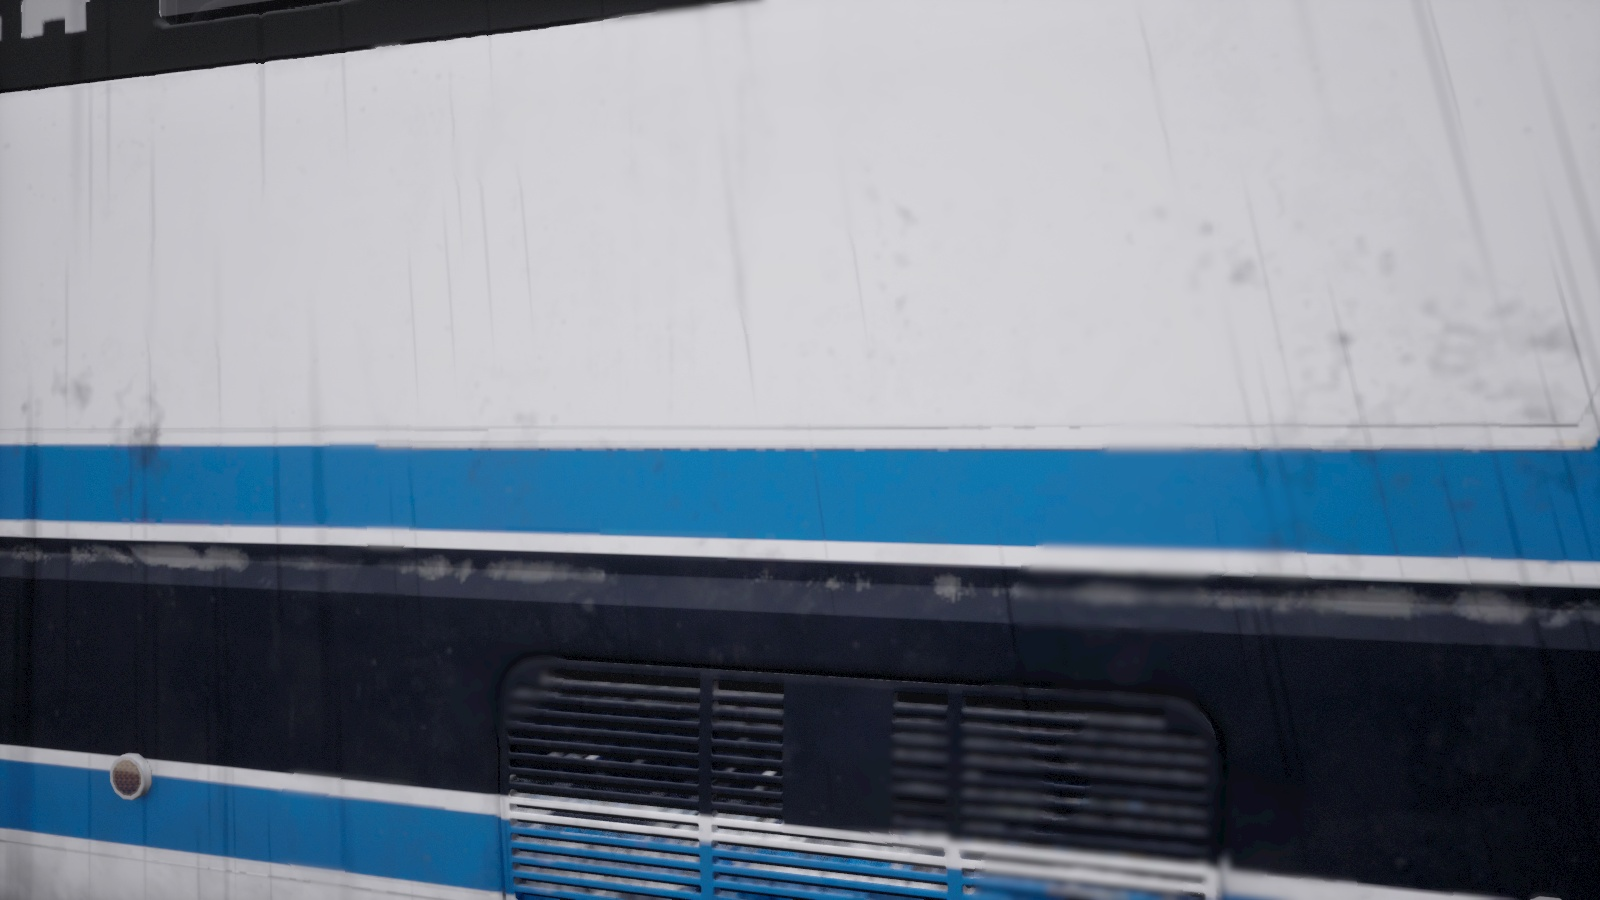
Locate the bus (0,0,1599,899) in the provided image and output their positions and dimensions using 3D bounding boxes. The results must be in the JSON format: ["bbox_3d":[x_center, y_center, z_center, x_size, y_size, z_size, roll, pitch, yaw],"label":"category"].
[{"bbox_3d":[-0.127,-0.610,3.748,10.273,4.253,3.944,1,1,19],"label":"bus"}]
